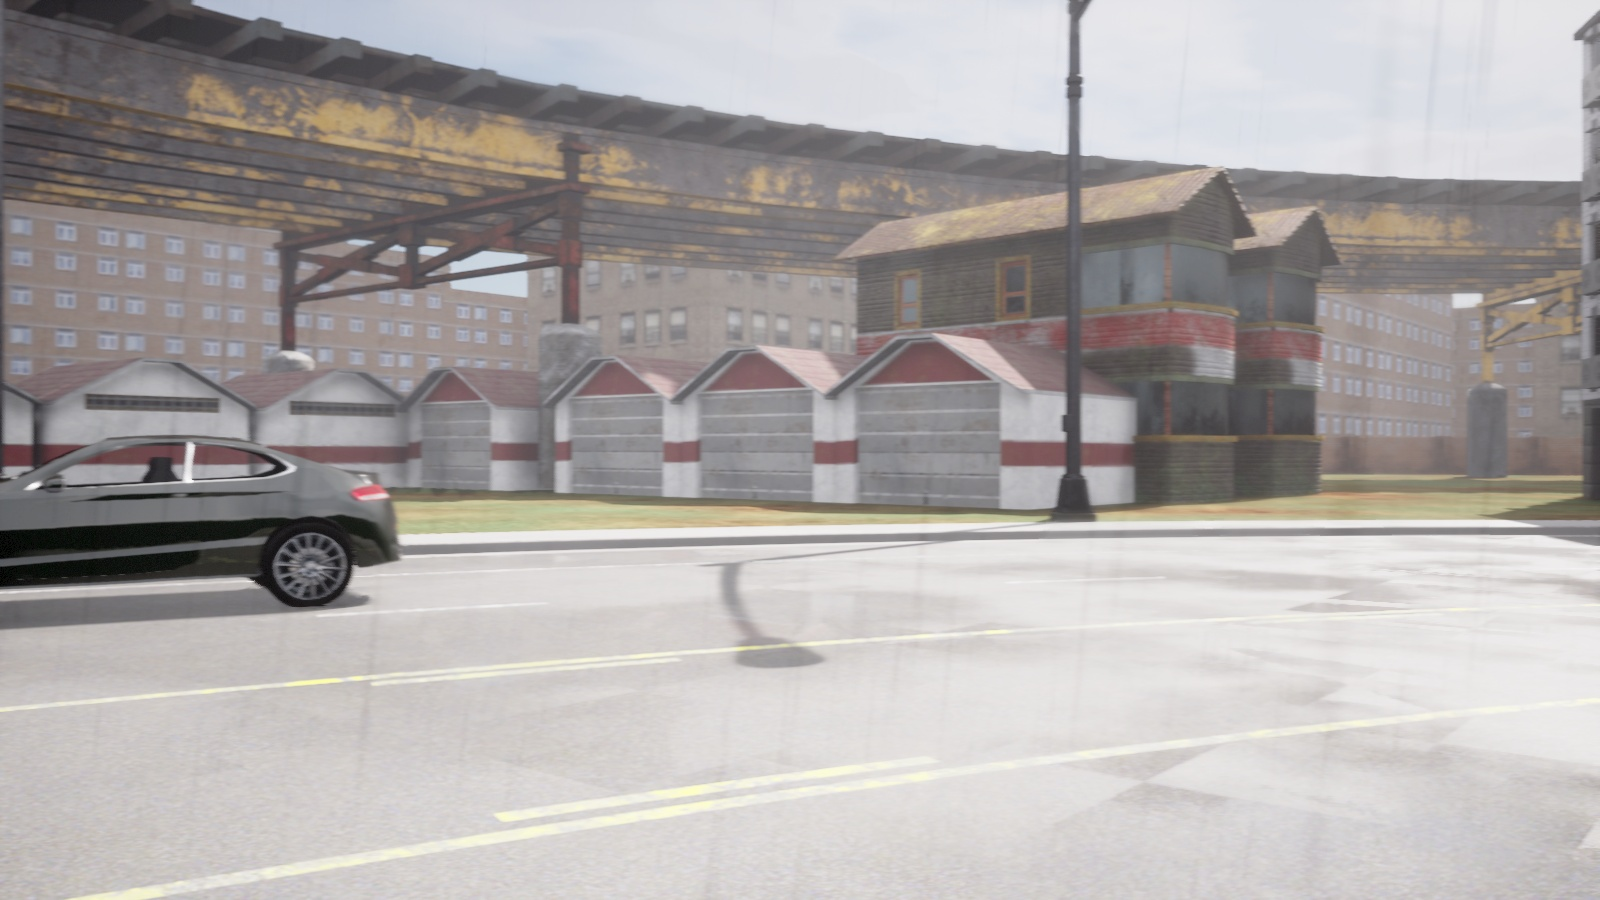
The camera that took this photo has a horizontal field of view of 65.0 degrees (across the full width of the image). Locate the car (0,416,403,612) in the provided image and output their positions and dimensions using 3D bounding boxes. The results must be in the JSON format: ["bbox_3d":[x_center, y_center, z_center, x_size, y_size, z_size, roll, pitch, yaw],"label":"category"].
[{"bbox_3d":[-6.593,0.546,11.912,5.027,1.651,2.152,0,0,-31],"label":"car"}]
